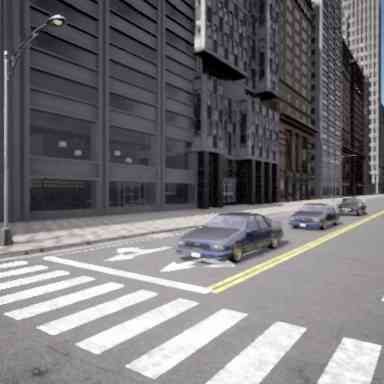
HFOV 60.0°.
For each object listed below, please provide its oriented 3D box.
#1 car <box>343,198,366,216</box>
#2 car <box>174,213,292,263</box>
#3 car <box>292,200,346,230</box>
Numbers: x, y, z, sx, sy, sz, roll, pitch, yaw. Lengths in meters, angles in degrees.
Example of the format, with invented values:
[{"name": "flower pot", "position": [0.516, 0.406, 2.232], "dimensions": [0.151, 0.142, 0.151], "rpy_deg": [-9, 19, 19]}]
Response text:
[{"name": "car", "position": [14.215, 1.316, 29.617], "dimensions": [1.837, 1.490, 4.892], "rpy_deg": [0, 0, 36]}, {"name": "car", "position": [1.645, 1.478, 12.117], "dimensions": [2.033, 1.411, 5.357], "rpy_deg": [0, 0, 36]}, {"name": "car", "position": [7.665, 1.422, 20.505], "dimensions": [2.033, 1.411, 5.357], "rpy_deg": [0, 0, 36]}]
